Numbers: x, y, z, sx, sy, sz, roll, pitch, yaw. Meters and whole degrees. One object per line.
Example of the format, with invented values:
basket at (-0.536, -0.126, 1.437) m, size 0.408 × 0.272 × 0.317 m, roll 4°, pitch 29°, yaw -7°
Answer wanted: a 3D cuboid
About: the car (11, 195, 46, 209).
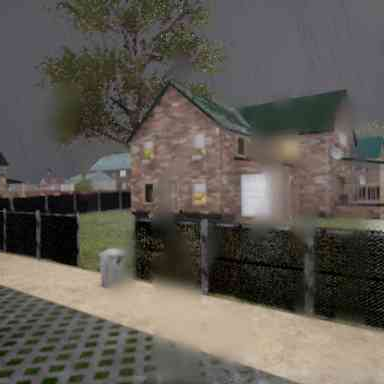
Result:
car at (-14.341, 0.969, 31.388) m, size 2.033 × 1.411 × 5.357 m, roll -1°, pitch 2°, yaw 36°
